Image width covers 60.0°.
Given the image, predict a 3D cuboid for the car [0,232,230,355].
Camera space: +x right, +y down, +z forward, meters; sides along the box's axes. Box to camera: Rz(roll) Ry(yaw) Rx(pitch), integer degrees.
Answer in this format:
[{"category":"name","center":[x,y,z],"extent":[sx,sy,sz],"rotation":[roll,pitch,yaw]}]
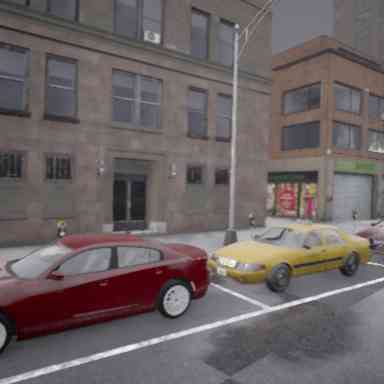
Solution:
[{"category":"car","center":[-1.780,1.397,5.540],"extent":[4.507,1.381,1.887],"rotation":[0,2,-33]}]

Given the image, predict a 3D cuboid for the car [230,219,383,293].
[{"category":"car","center":[2.662,1.402,8.474],"extent":[4.829,1.417,1.752],"rotation":[0,2,-33]}]
